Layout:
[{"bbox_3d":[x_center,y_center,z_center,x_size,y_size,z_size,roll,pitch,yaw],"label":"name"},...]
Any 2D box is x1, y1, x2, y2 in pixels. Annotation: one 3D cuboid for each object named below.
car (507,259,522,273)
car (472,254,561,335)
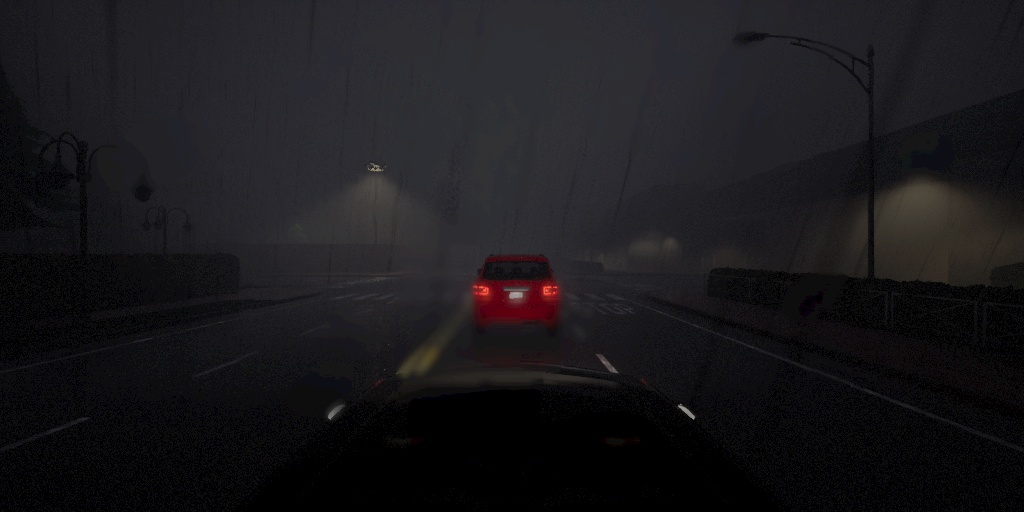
[{"bbox_3d":[0.325,1.228,45.534,1.882,1.535,5.008,0,0,1],"label":"car"},{"bbox_3d":[0.115,0.971,10.677,2.150,2.045,5.566,0,0,0],"label":"car"}]
